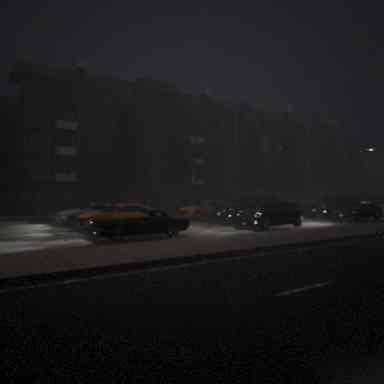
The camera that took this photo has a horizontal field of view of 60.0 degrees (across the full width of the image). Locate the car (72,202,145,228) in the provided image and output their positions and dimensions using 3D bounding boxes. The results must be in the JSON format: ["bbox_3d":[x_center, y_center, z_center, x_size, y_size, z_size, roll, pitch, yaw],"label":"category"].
[{"bbox_3d":[-4.025,1.395,19.370,5.008,1.535,1.882,0,0,-34],"label":"car"}]

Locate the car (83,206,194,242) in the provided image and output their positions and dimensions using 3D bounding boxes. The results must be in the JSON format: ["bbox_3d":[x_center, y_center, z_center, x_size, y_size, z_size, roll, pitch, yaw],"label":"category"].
[{"bbox_3d":[-2.522,1.539,16.164,4.718,1.301,1.895,0,0,-34],"label":"car"}]

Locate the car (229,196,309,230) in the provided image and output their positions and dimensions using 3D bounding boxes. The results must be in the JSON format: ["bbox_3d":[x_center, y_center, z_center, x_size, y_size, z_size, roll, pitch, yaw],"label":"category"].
[{"bbox_3d":[4.981,1.351,21.257,4.553,1.767,2.097,0,0,-34],"label":"car"}]

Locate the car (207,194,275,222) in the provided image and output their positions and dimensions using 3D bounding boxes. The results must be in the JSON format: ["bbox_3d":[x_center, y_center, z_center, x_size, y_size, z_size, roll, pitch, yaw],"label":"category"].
[{"bbox_3d":[4.176,1.205,24.944,5.566,2.045,2.150,1,0,-34],"label":"car"}]

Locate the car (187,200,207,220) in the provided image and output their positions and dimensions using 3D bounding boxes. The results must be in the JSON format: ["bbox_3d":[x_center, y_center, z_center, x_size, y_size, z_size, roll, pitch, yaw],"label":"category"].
[{"bbox_3d":[1.257,1.429,27.185,5.008,1.535,1.882,0,0,-34],"label":"car"}]

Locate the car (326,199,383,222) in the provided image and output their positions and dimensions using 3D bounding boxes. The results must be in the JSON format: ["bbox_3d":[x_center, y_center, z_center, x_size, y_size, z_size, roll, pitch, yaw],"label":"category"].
[{"bbox_3d":[13.570,1.559,27.081,4.902,1.511,2.128,0,0,-34],"label":"car"}]

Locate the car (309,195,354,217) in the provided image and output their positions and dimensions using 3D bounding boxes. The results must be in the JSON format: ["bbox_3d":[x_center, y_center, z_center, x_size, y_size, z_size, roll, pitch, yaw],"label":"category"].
[{"bbox_3d":[13.087,1.277,30.977,5.566,2.045,2.150,1,0,-34],"label":"car"}]

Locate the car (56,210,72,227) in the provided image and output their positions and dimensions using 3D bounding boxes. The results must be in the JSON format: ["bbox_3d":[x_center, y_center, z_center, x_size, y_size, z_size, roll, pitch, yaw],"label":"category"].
[{"bbox_3d":[-6.470,1.414,21.941,4.674,1.442,1.812,0,0,-34],"label":"car"}]

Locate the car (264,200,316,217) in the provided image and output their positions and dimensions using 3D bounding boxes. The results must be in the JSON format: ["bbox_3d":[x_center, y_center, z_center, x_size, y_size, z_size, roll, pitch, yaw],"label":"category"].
[{"bbox_3d":[9.735,1.567,32.944,5.357,1.411,2.033,0,0,-34],"label":"car"}]
